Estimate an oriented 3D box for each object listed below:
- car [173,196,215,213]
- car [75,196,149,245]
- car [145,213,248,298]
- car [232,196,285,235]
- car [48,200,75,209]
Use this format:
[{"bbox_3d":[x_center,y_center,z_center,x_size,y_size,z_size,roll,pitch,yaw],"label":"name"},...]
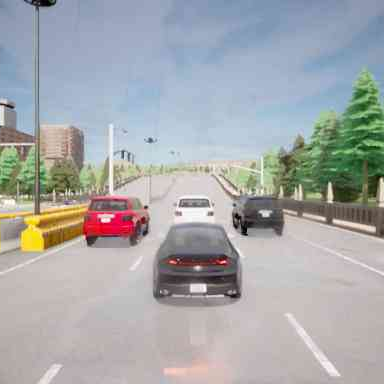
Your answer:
[{"bbox_3d":[0.122,1.222,18.785,2.150,2.045,5.566,0,0,0],"label":"car"},{"bbox_3d":[-3.383,1.219,15.763,2.150,2.045,5.566,0,0,0],"label":"car"},{"bbox_3d":[0.112,1.505,8.490,1.837,1.490,4.892,0,0,0],"label":"car"},{"bbox_3d":[3.622,1.223,18.988,2.150,2.045,5.566,0,0,0],"label":"car"},{"bbox_3d":[-10.468,1.402,28.407,1.895,1.301,4.718,0,0,0],"label":"car"}]
